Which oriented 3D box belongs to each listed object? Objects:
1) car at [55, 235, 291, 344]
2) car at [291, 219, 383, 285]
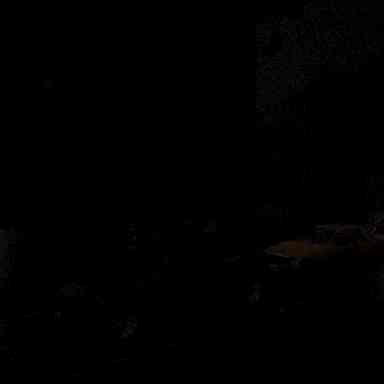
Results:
[{"bbox_3d":[-0.315,1.566,6.447,4.313,1.339,1.947,0,0,-36],"label":"car"},{"bbox_3d":[3.954,1.526,9.533,4.829,1.417,1.752,0,0,-36],"label":"car"}]
